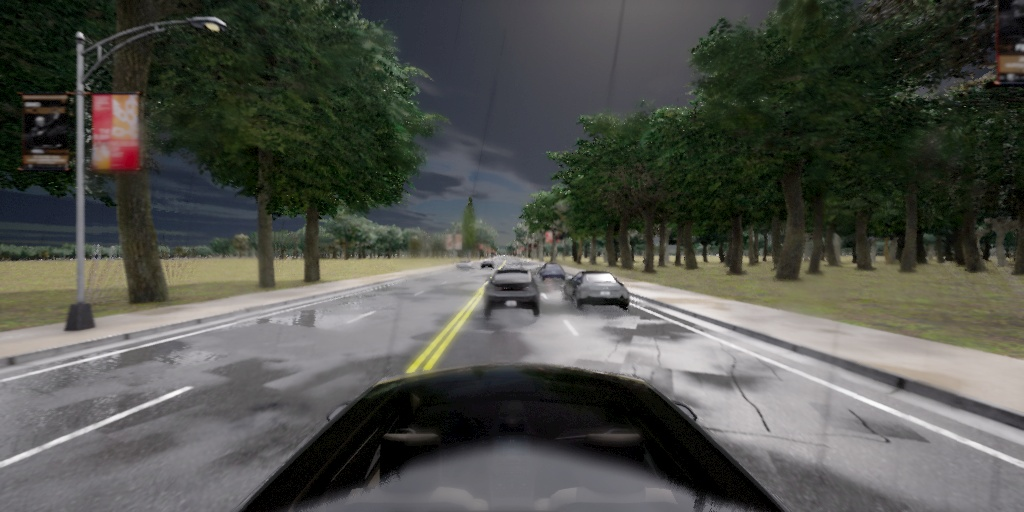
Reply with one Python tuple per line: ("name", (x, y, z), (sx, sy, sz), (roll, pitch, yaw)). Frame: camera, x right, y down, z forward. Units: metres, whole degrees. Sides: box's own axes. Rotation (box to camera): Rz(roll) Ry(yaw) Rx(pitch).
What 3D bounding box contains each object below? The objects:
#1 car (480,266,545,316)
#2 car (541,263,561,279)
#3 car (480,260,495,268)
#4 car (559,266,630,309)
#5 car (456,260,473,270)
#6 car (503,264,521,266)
("car", (0.051, 1.225, 13.135), (1.837, 1.490, 4.892), (0, -1, 1))
("car", (3.283, 1.249, 29.840), (1.994, 1.385, 4.181), (0, 0, 0))
("car", (-3.454, 1.237, 51.071), (1.895, 1.301, 4.718), (0, 0, 0))
("car", (3.314, 1.284, 14.719), (1.994, 1.385, 4.181), (0, 0, 0))
("car", (-6.704, 1.237, 51.047), (1.895, 1.301, 4.718), (0, 0, 0))
("car", (0.028, 1.291, 27.795), (1.895, 1.301, 4.718), (0, 0, 0))
